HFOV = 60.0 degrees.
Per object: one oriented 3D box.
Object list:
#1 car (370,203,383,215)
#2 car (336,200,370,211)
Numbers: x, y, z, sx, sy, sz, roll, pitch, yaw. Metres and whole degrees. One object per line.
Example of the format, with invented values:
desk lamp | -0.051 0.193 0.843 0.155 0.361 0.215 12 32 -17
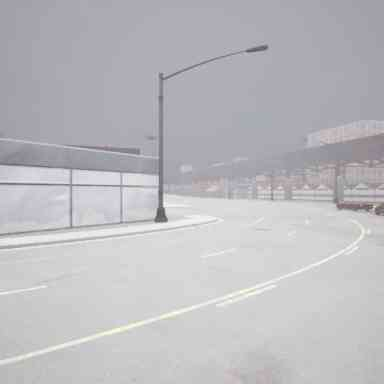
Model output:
car | 18.612 1.526 30.658 1.812 1.442 4.674 0 0 6
car | 19.243 1.601 39.662 1.895 1.301 4.718 0 0 -9
